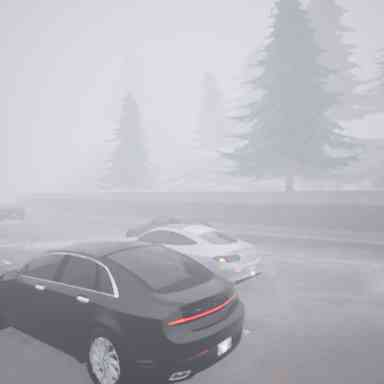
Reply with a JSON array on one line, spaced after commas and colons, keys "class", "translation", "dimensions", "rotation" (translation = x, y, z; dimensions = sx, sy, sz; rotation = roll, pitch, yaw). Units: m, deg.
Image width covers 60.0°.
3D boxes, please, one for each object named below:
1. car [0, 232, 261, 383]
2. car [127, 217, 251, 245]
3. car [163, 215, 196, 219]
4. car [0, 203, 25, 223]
[{"class": "car", "translation": [-1.556, 1.540, 5.304], "dimensions": [4.892, 1.490, 1.837], "rotation": [0, 0, 37]}, {"class": "car", "translation": [-0.457, 1.580, 8.879], "dimensions": [4.674, 1.442, 1.812], "rotation": [0, 0, 38]}, {"class": "car", "translation": [-0.852, 1.648, 13.698], "dimensions": [4.181, 1.385, 1.994], "rotation": [0, 0, 39]}, {"class": "car", "translation": [-15.595, 1.679, 27.970], "dimensions": [1.882, 1.535, 5.008], "rotation": [0, 0, -42]}]
